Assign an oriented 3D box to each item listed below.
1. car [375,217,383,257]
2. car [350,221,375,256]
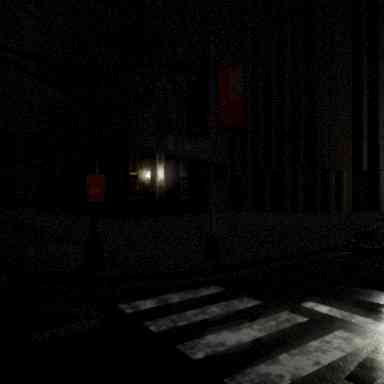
[{"bbox_3d":[6.750,1.359,8.178,4.553,1.767,2.097,0,0,-36],"label":"car"},{"bbox_3d":[7.426,1.560,11.972,4.403,1.369,2.008,0,0,-36],"label":"car"}]
